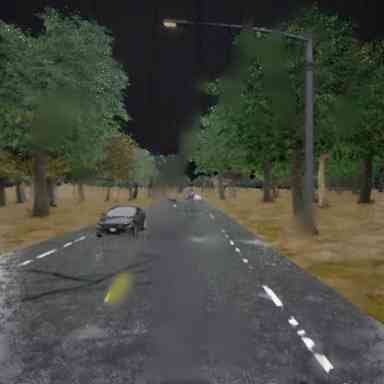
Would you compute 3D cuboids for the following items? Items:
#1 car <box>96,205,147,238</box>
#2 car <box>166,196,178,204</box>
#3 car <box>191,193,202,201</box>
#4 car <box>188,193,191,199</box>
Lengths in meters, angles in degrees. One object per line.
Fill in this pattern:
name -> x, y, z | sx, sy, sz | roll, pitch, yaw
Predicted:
car -> -3.602, 1.441, 17.643 | 1.882, 1.535, 5.008 | 0, 0, 0
car -> -3.550, 1.366, 58.134 | 1.895, 1.301, 4.718 | 0, 0, 1
car -> 1.212, 1.270, 73.115 | 1.812, 1.442, 4.674 | 0, 0, 0
car -> -0.017, 1.061, 90.163 | 1.882, 1.535, 5.008 | 0, 0, 0
